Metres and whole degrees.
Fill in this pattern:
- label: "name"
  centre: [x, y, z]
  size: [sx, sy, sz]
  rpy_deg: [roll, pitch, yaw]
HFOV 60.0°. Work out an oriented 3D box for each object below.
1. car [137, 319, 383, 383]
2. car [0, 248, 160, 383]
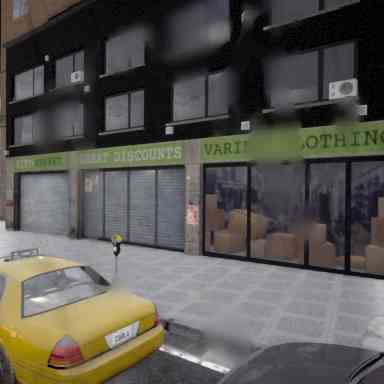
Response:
- label: "car"
  centre: [2.047, 1.551, 1.624]
  size: [4.403, 1.369, 2.008]
  rpy_deg: [0, 1, 36]
- label: "car"
  centre: [-2.634, 1.524, 4.972]
  size: [4.829, 1.417, 1.752]
  rpy_deg: [0, 1, 36]
